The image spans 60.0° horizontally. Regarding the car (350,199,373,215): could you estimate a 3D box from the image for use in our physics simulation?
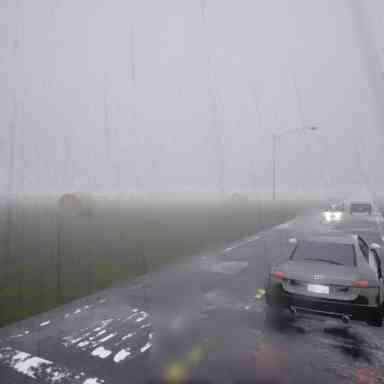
[{"bbox_3d":[17.130,1.455,33.730,1.882,1.535,5.008,0,0,28],"label":"car"}]

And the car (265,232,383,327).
[{"bbox_3d":[3.018,1.562,7.247,1.994,1.385,4.181,0,0,28],"label":"car"}]

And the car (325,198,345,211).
[{"bbox_3d":[17.092,1.460,39.626,2.128,1.511,4.902,0,0,28],"label":"car"}]

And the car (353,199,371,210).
[{"bbox_3d":[22.011,1.558,43.022,1.895,1.301,4.718,0,0,28],"label":"car"}]
